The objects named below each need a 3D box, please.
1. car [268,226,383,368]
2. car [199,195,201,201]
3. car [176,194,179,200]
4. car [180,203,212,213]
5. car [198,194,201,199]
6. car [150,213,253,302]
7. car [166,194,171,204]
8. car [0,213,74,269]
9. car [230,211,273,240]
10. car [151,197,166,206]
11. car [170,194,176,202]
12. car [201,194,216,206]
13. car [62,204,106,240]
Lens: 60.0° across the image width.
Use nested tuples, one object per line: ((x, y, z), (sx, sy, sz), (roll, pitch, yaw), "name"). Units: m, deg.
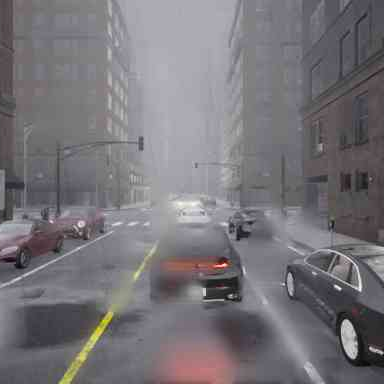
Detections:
((2.854, 1.551, 5.584), (2.008, 1.369, 4.403), (0, 0, 0), "car")
((2.896, 1.616, 64.495), (2.008, 1.369, 4.403), (0, 0, 0), "car")
((-5.587, 1.470, 91.549), (2.192, 1.841, 5.009), (0, 0, 0), "car")
((0.079, 1.529, 17.399), (1.812, 1.442, 4.674), (0, 0, -1), "car")
((2.913, 1.535, 75.313), (1.967, 1.590, 4.097), (0, 0, 0), "car")
((0.096, 1.506, 8.251), (1.837, 1.490, 4.892), (0, 0, 0), "car")
((-5.629, 1.616, 64.505), (2.008, 1.369, 4.403), (0, 0, 0), "car")
((-5.672, 1.584, 11.084), (1.802, 1.307, 4.206), (0, 0, 0), "car")
((2.852, 1.569, 16.587), (1.947, 1.339, 4.313), (0, 0, 0), "car")
((-5.646, 1.626, 53.688), (1.802, 1.307, 4.206), (0, 0, 0), "car")
((-5.603, 1.638, 80.561), (1.752, 1.417, 4.829), (0, 0, 0), "car")
((2.878, 1.484, 53.677), (1.967, 1.590, 4.097), (0, 0, 0), "car")
((-5.674, 1.443, 16.586), (1.967, 1.590, 4.097), (0, 0, 0), "car")
